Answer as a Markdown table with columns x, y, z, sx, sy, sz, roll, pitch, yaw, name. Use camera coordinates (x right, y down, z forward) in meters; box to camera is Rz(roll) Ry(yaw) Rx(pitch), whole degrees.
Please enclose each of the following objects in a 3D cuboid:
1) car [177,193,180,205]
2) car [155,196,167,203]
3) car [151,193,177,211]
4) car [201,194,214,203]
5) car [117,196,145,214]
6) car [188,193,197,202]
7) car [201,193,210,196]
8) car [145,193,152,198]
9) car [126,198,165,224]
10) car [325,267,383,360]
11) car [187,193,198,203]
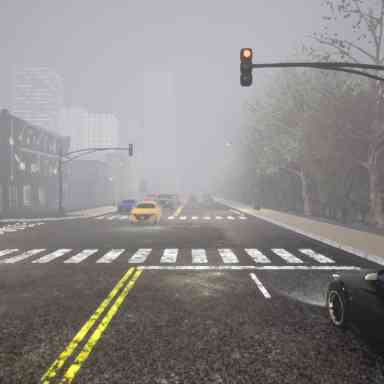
| x | y | z | sx | sy | sz | roll | pitch | yaw | name |
| --- | --- | --- | --- | --- | --- | --- | --- | --- | --- |
| -3.303 | 1.194 | 58.183 | 2.150 | 2.045 | 5.566 | 0 | 1 | -2 | car |
| -6.440 | 1.515 | 69.599 | 1.994 | 1.385 | 4.181 | 0 | 0 | 0 | car |
| -3.317 | 1.209 | 40.914 | 2.150 | 2.045 | 5.566 | 0 | 0 | 0 | car |
| 3.408 | 1.576 | 66.883 | 1.895 | 1.301 | 4.718 | 0 | 0 | 0 | car |
| -6.571 | 1.467 | 35.000 | 1.882 | 1.535 | 5.008 | 0 | 0 | 0 | car |
| 0.067 | 1.194 | 78.115 | 2.150 | 2.045 | 5.566 | 0 | 0 | 0 | car |
| 3.315 | 1.195 | 76.863 | 2.150 | 2.045 | 5.566 | 0 | 0 | 0 | car |
| -6.544 | 1.204 | 54.506 | 2.150 | 2.045 | 5.566 | 0 | 0 | 0 | car |
| -3.327 | 1.471 | 24.824 | 1.882 | 1.535 | 5.008 | 0 | 0 | 0 | car |
| 3.353 | 1.563 | 4.245 | 1.994 | 1.385 | 4.181 | 0 | 0 | 0 | car |
| 0.159 | 1.452 | 67.922 | 1.882 | 1.535 | 5.008 | 0 | 0 | 0 | car |
